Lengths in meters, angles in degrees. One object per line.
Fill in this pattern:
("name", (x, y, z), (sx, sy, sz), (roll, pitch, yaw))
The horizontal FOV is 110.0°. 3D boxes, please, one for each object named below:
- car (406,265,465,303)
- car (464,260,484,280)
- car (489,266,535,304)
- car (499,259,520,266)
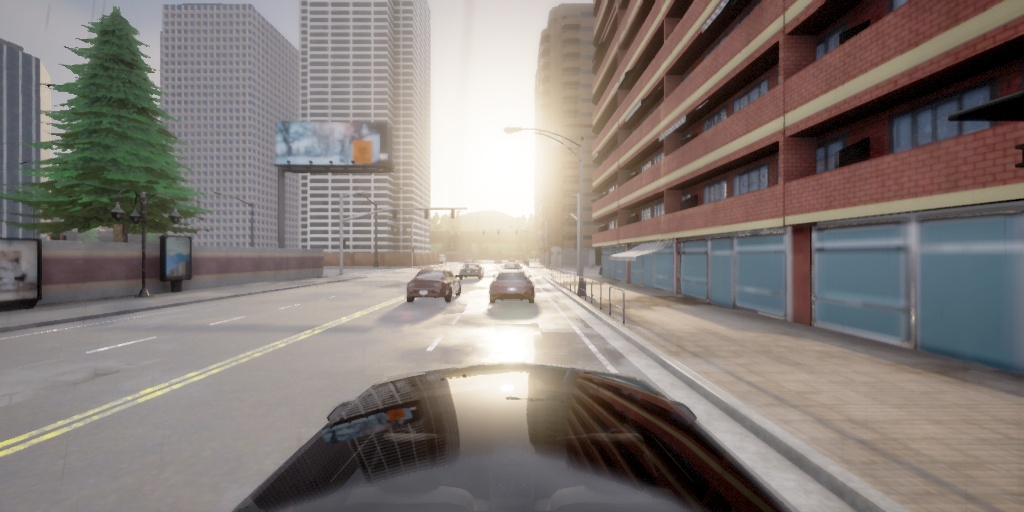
("car", (-3.500, 1.281, 16.500), (1.812, 1.442, 4.674), (0, 0, 0))
("car", (-3.500, 1.311, 31.500), (2.033, 1.411, 5.357), (0, 0, 0))
("car", (0.000, 1.320, 16.500), (1.994, 1.385, 4.181), (0, 0, 0))
("car", (0.000, 1.281, 31.500), (1.812, 1.442, 4.674), (0, 0, 0))
